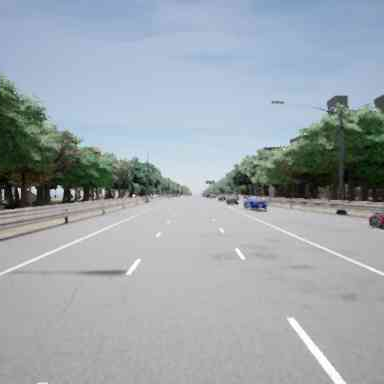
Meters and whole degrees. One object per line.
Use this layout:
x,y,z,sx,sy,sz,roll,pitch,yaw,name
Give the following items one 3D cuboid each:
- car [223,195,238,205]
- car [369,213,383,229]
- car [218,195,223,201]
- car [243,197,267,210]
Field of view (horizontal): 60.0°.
6.914,1.416,58.210,1.812,1.442,4.674,0,0,1,car
12.658,1.571,19.620,1.994,1.385,4.181,0,0,-18,car
7.006,1.395,77.752,1.812,1.442,4.674,0,0,0,car
7.738,1.416,41.116,1.882,1.535,5.008,0,0,-6,car
